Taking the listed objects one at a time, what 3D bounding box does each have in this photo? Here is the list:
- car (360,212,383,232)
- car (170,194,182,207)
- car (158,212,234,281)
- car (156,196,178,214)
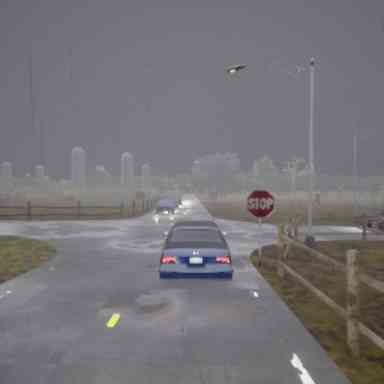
[{"bbox_3d":[13.498,1.847,21.980,4.181,1.385,1.994,1,1,0],"label":"car"},{"bbox_3d":[-2.850,1.492,46.659,2.128,1.511,4.902,0,0,0],"label":"car"},{"bbox_3d":[0.100,1.553,9.847,2.033,1.411,5.357,0,0,0],"label":"car"},{"bbox_3d":[-2.812,1.485,36.225,1.882,1.535,5.008,0,0,-1],"label":"car"}]
